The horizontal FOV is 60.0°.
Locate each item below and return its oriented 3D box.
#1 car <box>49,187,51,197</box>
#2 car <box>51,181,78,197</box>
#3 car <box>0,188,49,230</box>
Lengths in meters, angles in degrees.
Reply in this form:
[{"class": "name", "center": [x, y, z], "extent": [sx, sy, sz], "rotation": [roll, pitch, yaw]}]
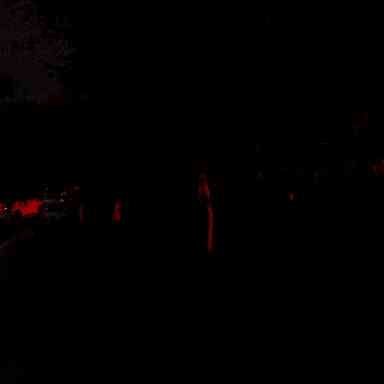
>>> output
[{"class": "car", "center": [-14.178, 0.415, 27.929], "extent": [2.033, 1.411, 5.357], "rotation": [0, 4, -2]}, {"class": "car", "center": [-14.178, -0.396, 36.163], "extent": [2.097, 1.767, 4.553], "rotation": [0, 4, 2]}, {"class": "car", "center": [-9.834, 0.758, 17.817], "extent": [2.150, 2.045, 5.566], "rotation": [0, 3, -6]}]
